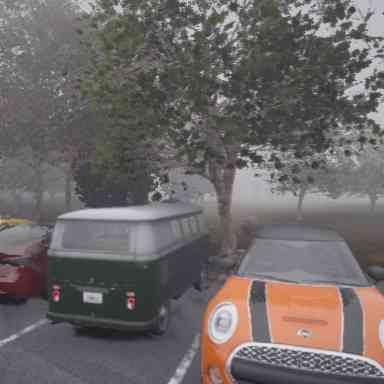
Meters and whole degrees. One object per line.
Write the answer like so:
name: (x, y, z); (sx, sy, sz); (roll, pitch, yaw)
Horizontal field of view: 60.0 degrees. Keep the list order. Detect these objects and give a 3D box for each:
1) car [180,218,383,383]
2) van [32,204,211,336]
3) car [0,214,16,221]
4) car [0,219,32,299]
car: (1.574, 1.360, 4.993); (2.185, 1.767, 4.553); (1, -1, 16)
van: (-0.821, 1.257, 6.797); (1.878, 1.987, 4.442); (0, -1, 16)
car: (-5.620, 1.470, 10.306); (1.946, 1.575, 5.366); (0, -1, 15)
car: (-3.253, 1.507, 8.433); (2.163, 1.488, 4.792); (0, -1, 15)
